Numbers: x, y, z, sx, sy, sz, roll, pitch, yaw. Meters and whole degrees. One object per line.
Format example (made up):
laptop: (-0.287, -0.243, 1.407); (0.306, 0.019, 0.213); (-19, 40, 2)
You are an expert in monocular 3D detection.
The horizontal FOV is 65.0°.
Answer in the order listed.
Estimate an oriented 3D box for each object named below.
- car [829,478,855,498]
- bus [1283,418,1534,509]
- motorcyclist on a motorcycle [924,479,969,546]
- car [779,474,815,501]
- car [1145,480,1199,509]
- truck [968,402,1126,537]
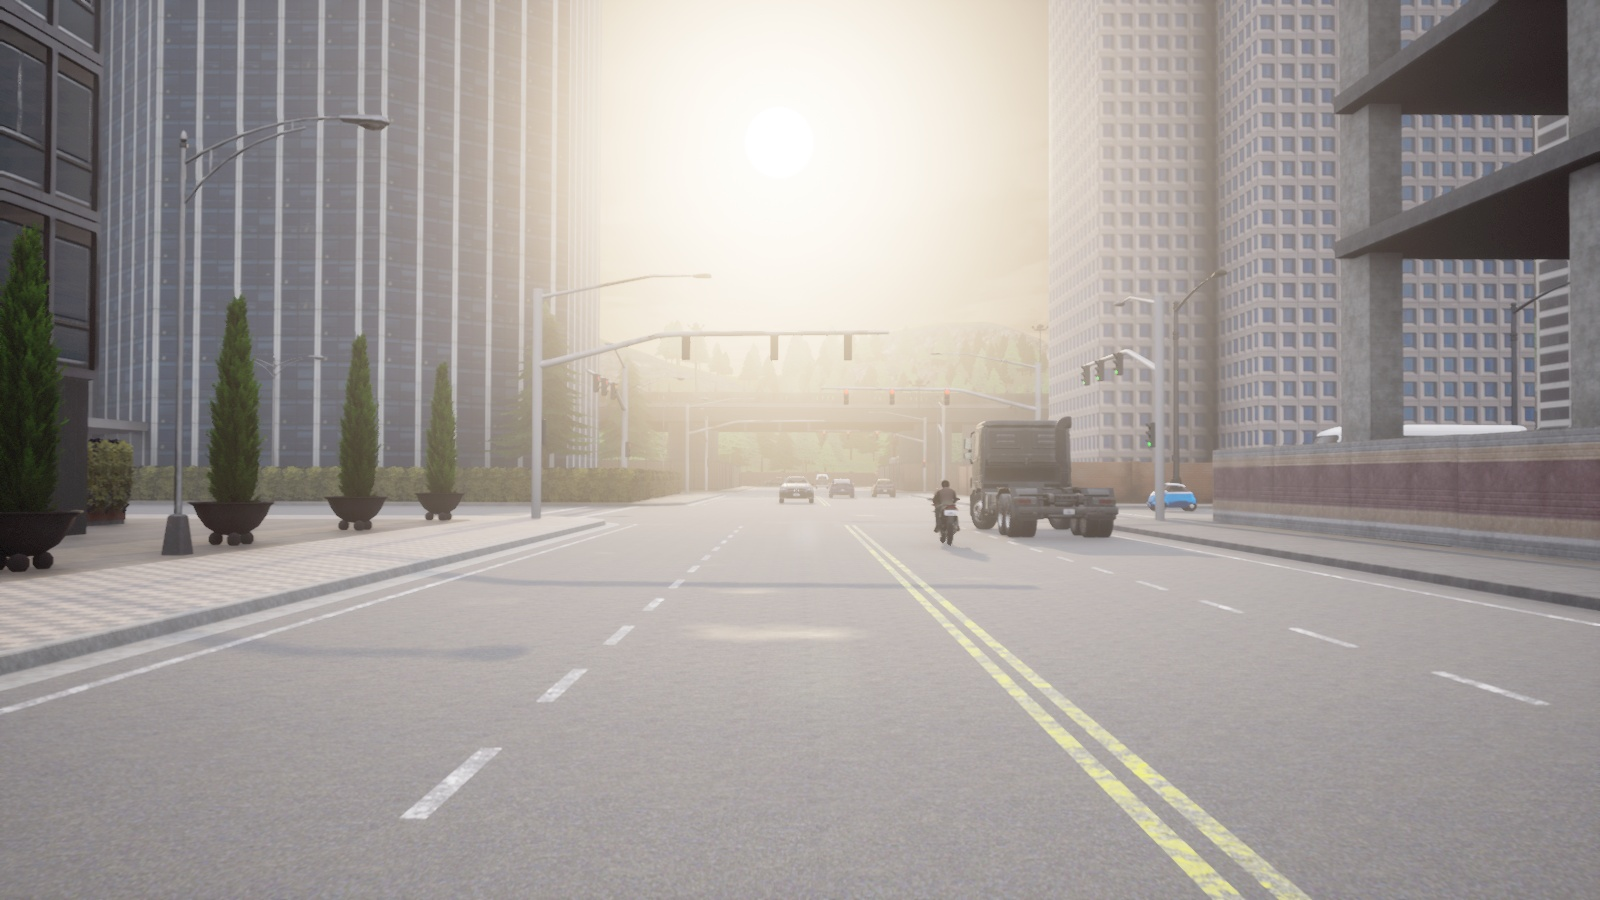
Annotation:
car: (3.252, 2.939, 98.117); (1.882, 1.535, 5.008); (0, -1, 0)
bus: (29.471, 0.672, 61.287); (10.273, 4.253, 3.944); (0, -1, 0)
motorcyclist on a motorcycle: (3.426, 1.439, 29.501); (0.797, 1.523, 2.044); (0, -1, 0)
car: (-0.197, 2.319, 78.287); (2.152, 1.651, 5.027); (0, -1, 0)
car: (18.154, 2.150, 61.310); (2.207, 1.376, 1.481); (0, -1, 0)
truck: (6.885, 0.609, 36.333); (2.891, 3.462, 7.936); (0, -1, -1)
